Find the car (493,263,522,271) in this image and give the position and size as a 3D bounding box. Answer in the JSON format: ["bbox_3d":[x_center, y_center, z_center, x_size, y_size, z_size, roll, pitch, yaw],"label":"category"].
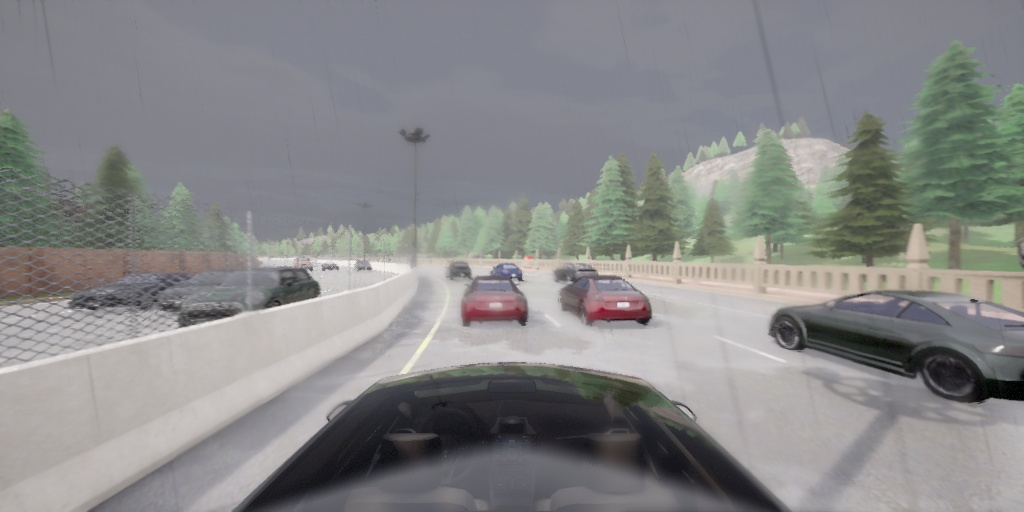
[{"bbox_3d":[-0.474,1.308,29.401,1.812,1.442,4.674,0,0,-16],"label":"car"}]

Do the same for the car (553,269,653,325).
[{"bbox_3d":[2.866,1.313,11.821,1.994,1.385,4.181,0,0,-5],"label":"car"}]

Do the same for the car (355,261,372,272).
[{"bbox_3d":[-20.686,1.394,49.871,1.837,1.490,4.892,0,0,-30],"label":"car"}]

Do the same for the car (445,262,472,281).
[{"bbox_3d":[-4.709,1.307,31.442,1.837,1.490,4.892,0,0,-17],"label":"car"}]

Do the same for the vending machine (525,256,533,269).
[{"bbox_3d":[2.486,0.991,53.476,1.100,2.100,0.880,0,0,-27],"label":"vending machine"}]

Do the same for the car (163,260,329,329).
[{"bbox_3d":[-7.810,1.145,11.265,2.097,1.767,4.553,0,0,-7],"label":"car"}]

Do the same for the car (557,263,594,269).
[{"bbox_3d":[4.303,1.248,24.785,2.128,1.511,4.902,0,0,-12],"label":"car"}]

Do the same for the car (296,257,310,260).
[{"bbox_3d":[-31.188,1.159,53.472,2.150,2.045,5.566,0,0,-33],"label":"car"}]

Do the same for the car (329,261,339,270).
[{"bbox_3d":[-27.302,1.484,53.917,1.994,1.385,4.181,0,0,-33],"label":"car"}]

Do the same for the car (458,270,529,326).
[{"bbox_3d":[-0.636,1.328,11.849,1.994,1.385,4.181,0,0,-5],"label":"car"}]

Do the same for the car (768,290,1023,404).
[{"bbox_3d":[6.796,1.290,6.320,1.994,1.385,4.181,0,0,-3],"label":"car"}]

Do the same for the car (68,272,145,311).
[{"bbox_3d":[-15.341,1.377,15.438,2.033,1.411,5.357,0,0,-9],"label":"car"}]

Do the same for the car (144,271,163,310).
[{"bbox_3d":[-11.734,1.318,14.581,1.837,1.490,4.892,0,0,-9],"label":"car"}]
